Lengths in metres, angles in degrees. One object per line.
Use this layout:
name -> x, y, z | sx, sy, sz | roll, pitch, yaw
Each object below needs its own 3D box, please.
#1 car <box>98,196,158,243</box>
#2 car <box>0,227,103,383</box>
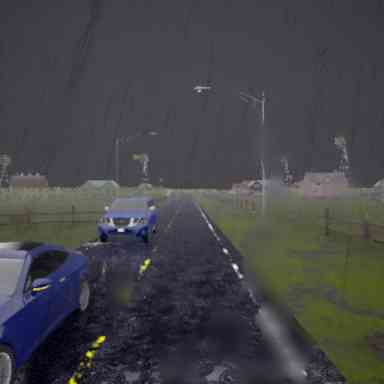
car -> -2.969, 1.252, 16.648 | 2.150, 2.045, 5.566 | 0, 0, 0
car -> -2.889, 1.542, 4.921 | 1.812, 1.442, 4.674 | 0, 0, -1
